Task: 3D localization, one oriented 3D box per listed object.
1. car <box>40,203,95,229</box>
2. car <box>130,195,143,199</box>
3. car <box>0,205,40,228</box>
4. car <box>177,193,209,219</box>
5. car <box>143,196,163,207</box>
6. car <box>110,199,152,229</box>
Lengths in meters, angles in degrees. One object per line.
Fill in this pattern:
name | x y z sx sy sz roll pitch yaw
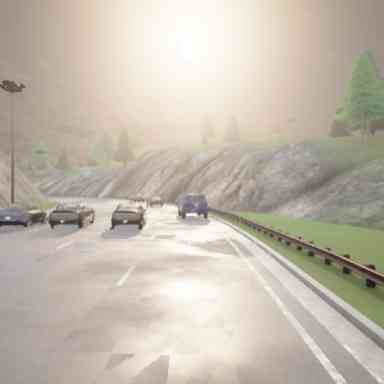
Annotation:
car | -7.392 1.426 20.862 2.128 1.511 4.902 0 0 -5
car | -10.363 1.297 62.573 1.837 1.490 4.892 0 0 -25
car | -10.960 1.496 21.500 1.994 1.385 4.181 0 0 -5
car | 0.017 1.131 28.707 2.150 2.045 5.566 0 0 -8
car | -5.466 1.370 48.642 1.812 1.442 4.674 0 0 -18
car | -3.876 1.425 20.844 2.128 1.511 4.902 0 0 -4
